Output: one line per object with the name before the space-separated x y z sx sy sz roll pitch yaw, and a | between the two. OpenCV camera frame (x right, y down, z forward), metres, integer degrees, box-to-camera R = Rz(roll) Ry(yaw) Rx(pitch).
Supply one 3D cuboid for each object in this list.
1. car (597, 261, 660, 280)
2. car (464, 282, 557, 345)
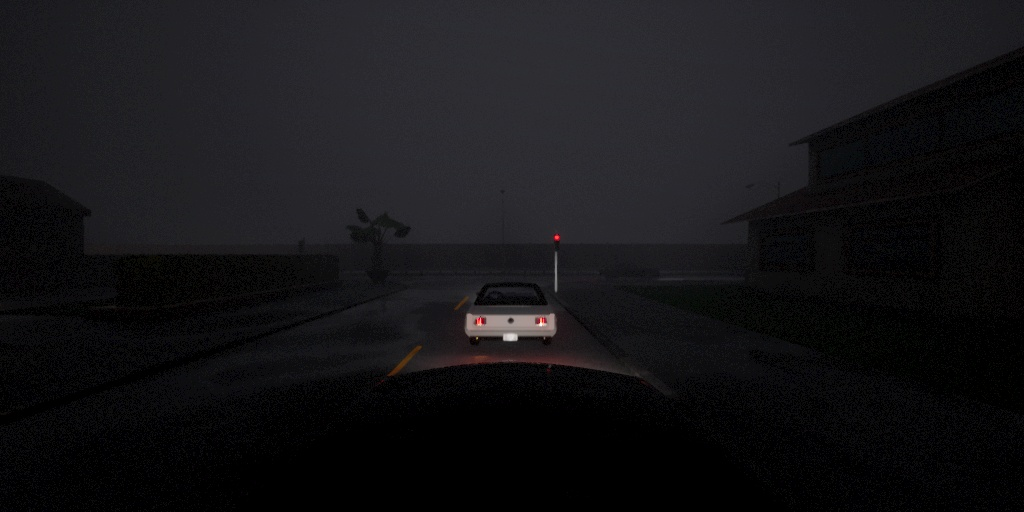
car | 9.489 1.180 29.237 4.902 1.511 2.128 0 0 0
car | -0.026 1.334 9.399 1.895 1.301 4.718 0 0 0
